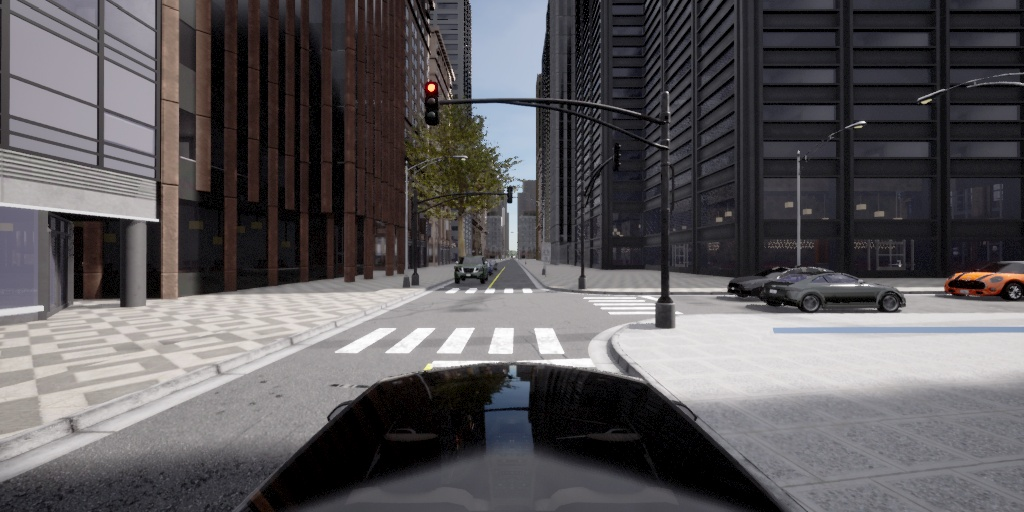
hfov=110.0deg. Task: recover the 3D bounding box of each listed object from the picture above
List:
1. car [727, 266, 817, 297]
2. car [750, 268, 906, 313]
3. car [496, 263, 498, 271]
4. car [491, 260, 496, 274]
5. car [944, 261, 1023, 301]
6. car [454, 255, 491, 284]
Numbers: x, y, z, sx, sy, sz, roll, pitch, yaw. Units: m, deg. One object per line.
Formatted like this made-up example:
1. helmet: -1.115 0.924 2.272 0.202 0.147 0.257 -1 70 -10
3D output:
1. car: 12.412 1.206 16.205 4.892 1.490 1.837 0 0 0
2. car: 11.556 1.256 13.104 4.181 1.385 1.994 0 0 0
3. car: -2.953 1.271 49.365 2.128 1.511 4.902 0 0 0
4. car: -2.998 1.285 37.669 1.812 1.442 4.674 0 0 0
5. car: 22.696 1.017 16.200 4.553 1.767 2.097 0 0 0
6. car: -3.027 0.975 27.647 2.150 2.045 5.566 0 0 0
